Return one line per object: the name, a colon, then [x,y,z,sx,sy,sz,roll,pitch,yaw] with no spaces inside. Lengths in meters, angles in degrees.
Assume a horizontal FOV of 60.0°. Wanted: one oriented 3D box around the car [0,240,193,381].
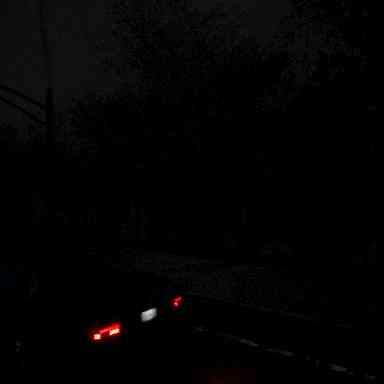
car: [-2.561,1.546,5.516,5.357,1.411,2.033,0,0,36]
